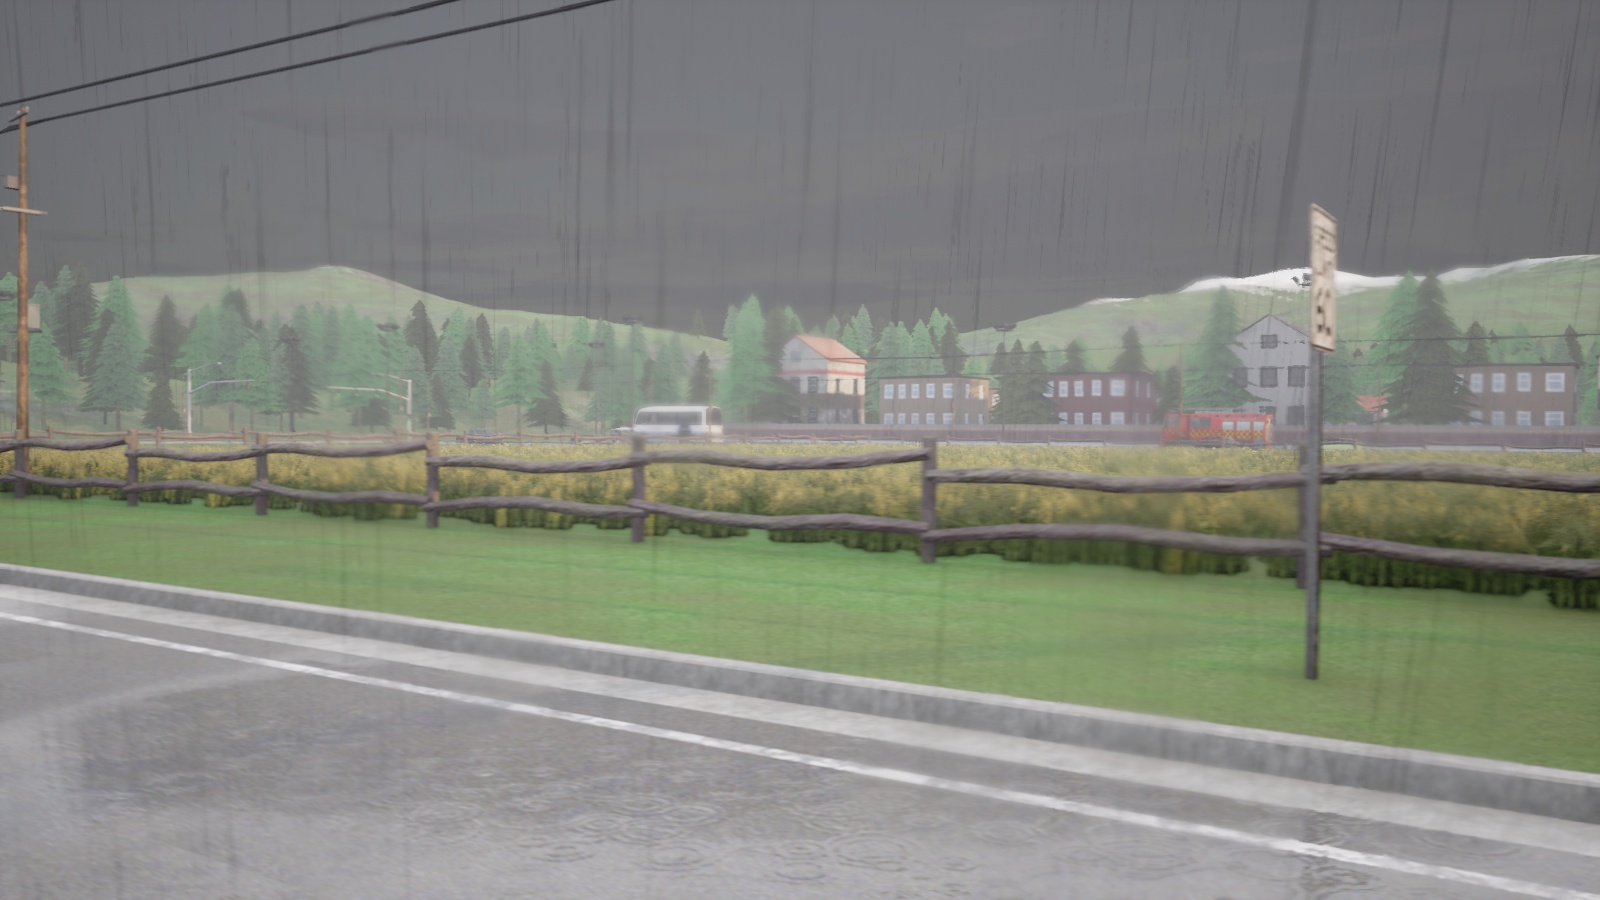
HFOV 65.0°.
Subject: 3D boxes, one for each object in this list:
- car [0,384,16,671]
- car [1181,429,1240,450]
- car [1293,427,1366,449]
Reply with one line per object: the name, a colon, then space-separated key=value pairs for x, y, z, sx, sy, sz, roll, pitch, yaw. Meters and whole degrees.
car: x=-7.574 y=0.515 z=8.652 sx=4.605 sy=1.855 sz=1.932 roll=0 pitch=1 yaw=34
car: x=29.836 y=-0.768 z=91.348 sx=3.705 sy=1.549 sz=1.789 roll=0 pitch=1 yaw=33
car: x=37.967 y=-0.869 z=90.098 sx=4.514 sy=1.525 sz=2.007 roll=0 pitch=1 yaw=34
